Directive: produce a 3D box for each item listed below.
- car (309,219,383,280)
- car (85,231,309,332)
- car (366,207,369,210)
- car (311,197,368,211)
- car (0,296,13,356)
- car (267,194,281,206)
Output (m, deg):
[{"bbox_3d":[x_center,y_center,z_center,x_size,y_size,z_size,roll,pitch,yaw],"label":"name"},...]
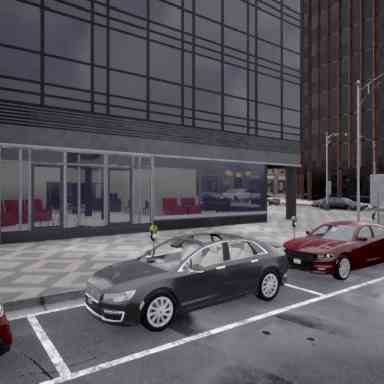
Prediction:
[{"bbox_3d":[4.547,1.545,9.901,4.507,1.381,1.887,0,0,-36],"label":"car"},{"bbox_3d":[0.106,1.551,6.729,4.403,1.369,2.008,0,0,-36],"label":"car"},{"bbox_3d":[8.988,1.441,13.072,4.097,1.590,1.967,0,0,-36],"label":"car"},{"bbox_3d":[14.916,1.203,33.781,2.033,1.411,5.357,0,1,-41],"label":"car"},{"bbox_3d":[-4.335,1.440,3.558,4.097,1.590,1.967,0,0,-36],"label":"car"},{"bbox_3d":[8.985,0.961,42.144,1.837,1.490,4.892,0,1,-36],"label":"car"}]
